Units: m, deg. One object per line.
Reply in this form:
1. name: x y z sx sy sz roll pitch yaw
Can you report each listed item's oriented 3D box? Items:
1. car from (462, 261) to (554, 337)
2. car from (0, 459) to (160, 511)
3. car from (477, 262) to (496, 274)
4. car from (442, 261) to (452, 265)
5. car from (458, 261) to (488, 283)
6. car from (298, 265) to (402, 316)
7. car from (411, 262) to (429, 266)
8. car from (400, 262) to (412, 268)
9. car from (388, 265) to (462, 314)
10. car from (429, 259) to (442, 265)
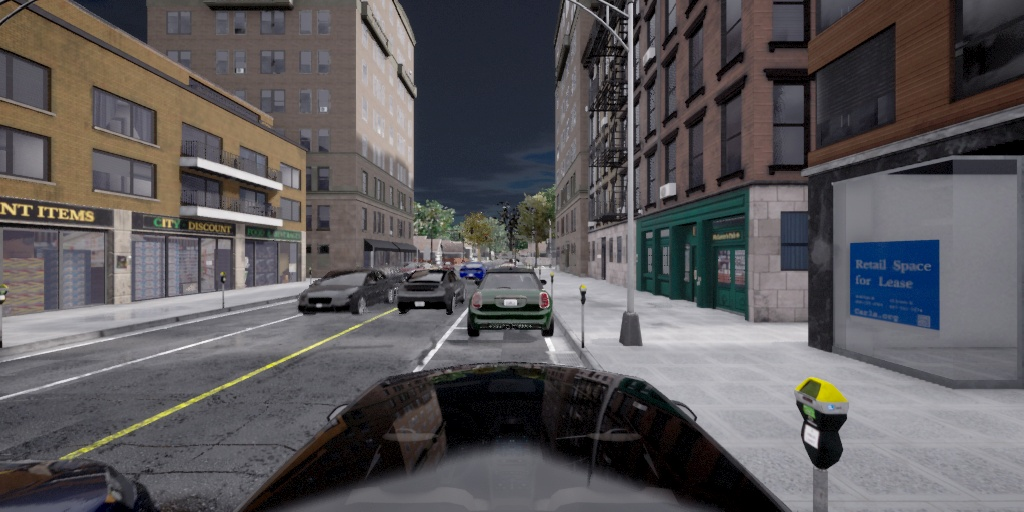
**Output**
1. car: -0.033 1.103 10.470 2.097 1.767 4.553 0 0 0
2. car: -2.921 1.314 0.207 1.994 1.385 4.181 0 0 0
3. car: -2.921 1.366 42.499 1.895 1.301 4.718 0 0 0
4. car: -8.408 1.204 40.275 1.967 1.591 4.097 0 0 0
5. car: -3.023 1.233 28.814 1.882 1.535 5.008 0 0 0
6. car: -5.869 1.255 13.344 1.837 1.490 4.892 0 0 0
7. car: -8.408 1.195 29.238 1.967 1.591 4.097 0 0 0
8. car: -8.408 1.303 23.719 2.007 1.370 4.403 0 0 0
9. car: -2.921 1.256 13.744 1.837 1.490 4.892 0 0 0
10. car: -8.408 1.285 34.586 1.751 1.417 4.829 0 0 0
